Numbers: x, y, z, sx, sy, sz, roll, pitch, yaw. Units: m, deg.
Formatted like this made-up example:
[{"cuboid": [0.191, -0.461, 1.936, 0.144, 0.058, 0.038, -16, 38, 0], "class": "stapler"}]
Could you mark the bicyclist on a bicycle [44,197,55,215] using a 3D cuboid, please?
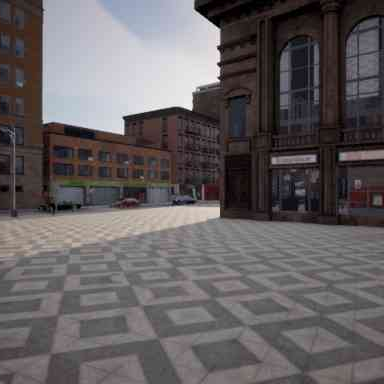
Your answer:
[{"cuboid": [-13.015, 1.285, 30.370, 1.656, 1.620, 0.582, 0, 0, 36], "class": "bicyclist on a bicycle"}]

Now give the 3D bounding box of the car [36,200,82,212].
[{"cuboid": [-15.157, 1.569, 38.060, 1.895, 1.301, 4.718, 0, 0, 36], "class": "car"}]

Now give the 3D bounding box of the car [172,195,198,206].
[{"cuboid": [-1.053, 1.304, 52.142, 2.097, 1.767, 4.553, 0, 0, 36], "class": "car"}]

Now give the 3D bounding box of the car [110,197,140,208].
[{"cuboid": [-9.259, 1.483, 46.213, 1.812, 1.442, 4.674, 0, 0, 36], "class": "car"}]
